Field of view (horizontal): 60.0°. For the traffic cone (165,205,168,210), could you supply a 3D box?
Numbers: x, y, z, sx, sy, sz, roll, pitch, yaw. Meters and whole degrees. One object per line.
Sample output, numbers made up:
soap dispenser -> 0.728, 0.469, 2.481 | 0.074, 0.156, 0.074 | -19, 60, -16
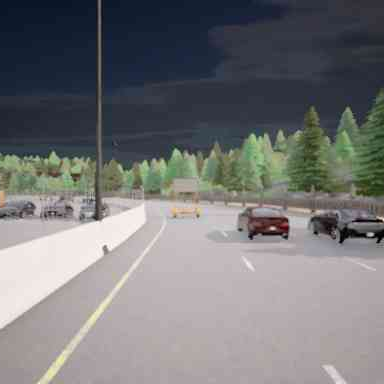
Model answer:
traffic cone -> -3.253, 1.945, 42.224 | 0.340, 0.580, 0.340 | 0, 0, -10

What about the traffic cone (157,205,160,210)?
traffic cone -> -4.239, 1.945, 42.058 | 0.340, 0.580, 0.340 | 0, 0, -10

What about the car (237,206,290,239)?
car -> 3.551, 1.473, 17.301 | 1.882, 1.535, 5.008 | 0, 0, -1

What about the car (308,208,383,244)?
car -> 7.081, 1.488, 15.677 | 2.128, 1.511, 4.902 | 0, 0, -1

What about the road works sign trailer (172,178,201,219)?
road works sign trailer -> -0.591, 0.457, 29.489 | 2.380, 3.560, 2.880 | 0, 0, -10
